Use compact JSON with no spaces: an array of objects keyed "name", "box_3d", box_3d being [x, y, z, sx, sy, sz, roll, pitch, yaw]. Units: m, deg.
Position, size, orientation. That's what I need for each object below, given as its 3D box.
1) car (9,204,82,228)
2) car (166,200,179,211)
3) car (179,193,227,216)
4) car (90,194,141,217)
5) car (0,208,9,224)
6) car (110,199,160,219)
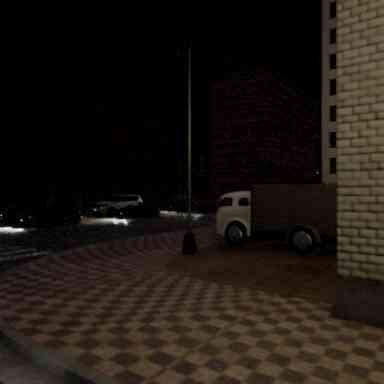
[{"name":"car","box_3d":[-9.662,1.594,22.667,1.994,1.385,4.181,0,0,34]},{"name":"car","box_3d":[-1.308,1.590,40.299,1.994,1.385,4.181,0,0,37]},{"name":"car","box_3d":[1.335,1.251,38.002,2.150,2.045,5.566,0,0,36]},{"name":"car","box_3d":[-7.140,1.247,32.225,2.150,2.045,5.566,0,0,36]},{"name":"car","box_3d":[-12.578,1.590,24.619,1.994,1.385,4.181,0,0,36]},{"name":"car","box_3d":[-4.779,1.594,29.493,1.994,1.385,4.181,0,0,36]}]
